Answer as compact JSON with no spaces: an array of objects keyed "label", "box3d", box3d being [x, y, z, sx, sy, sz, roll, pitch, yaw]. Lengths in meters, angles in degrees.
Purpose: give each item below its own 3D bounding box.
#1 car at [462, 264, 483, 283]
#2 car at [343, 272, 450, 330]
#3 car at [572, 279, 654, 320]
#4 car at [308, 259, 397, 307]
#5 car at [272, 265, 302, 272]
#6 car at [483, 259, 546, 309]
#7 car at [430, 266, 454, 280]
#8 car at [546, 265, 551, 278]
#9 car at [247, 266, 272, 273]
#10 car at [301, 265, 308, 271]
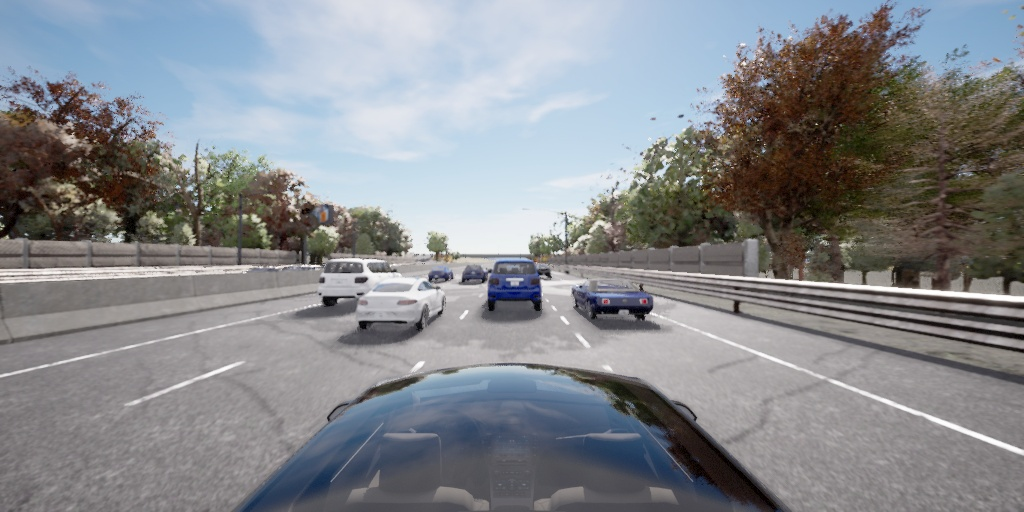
[{"label":"car","box3d":[-3.406,1.533,33.718,2.097,1.767,4.553,0,-1,0]},{"label":"car","box3d":[-3.401,1.407,11.618,1.812,1.442,4.674,0,-1,0]},{"label":"car","box3d":[3.502,1.496,13.466,1.895,1.301,4.718,0,-1,0]},{"label":"car","box3d":[-6.902,1.175,16.982,2.150,2.045,5.566,0,-1,0]},{"label":"car","box3d":[-24.590,1.777,41.236,2.128,1.511,4.902,0,-1,0]},{"label":"car","box3d":[0.087,1.163,16.103,2.150,2.045,5.566,0,-1,0]},{"label":"car","box3d":[-6.903,1.726,35.081,1.812,1.442,4.674,0,-1,0]},{"label":"car","box3d":[3.493,1.782,42.076,1.837,1.490,4.892,0,-1,0]},{"label":"car","box3d":[-28.091,1.844,40.781,1.994,1.385,4.181,0,-1,0]},{"label":"car","box3d":[-21.096,1.874,40.322,1.895,1.301,4.718,0,-1,0]}]
